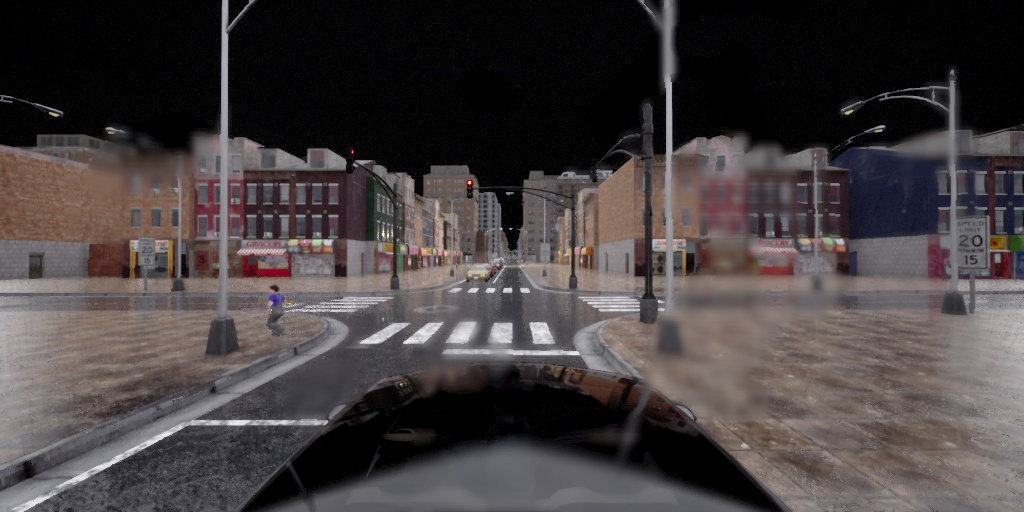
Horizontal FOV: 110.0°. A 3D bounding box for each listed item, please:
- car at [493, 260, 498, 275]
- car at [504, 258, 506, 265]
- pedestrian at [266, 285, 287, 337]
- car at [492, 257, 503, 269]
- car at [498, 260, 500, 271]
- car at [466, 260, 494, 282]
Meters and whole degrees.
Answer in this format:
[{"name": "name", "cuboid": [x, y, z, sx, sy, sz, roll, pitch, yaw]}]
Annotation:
[{"name": "car", "cuboid": [-2.638, 1.320, 34.486, 1.888, 1.381, 4.507, 0, 0, 0]}, {"name": "car", "cuboid": [-2.641, 1.154, 62.512, 2.192, 1.841, 5.009, 0, 0, 0]}, {"name": "pedestrian", "cuboid": [-5.300, 1.172, 8.077, 0.375, 1.300, 0.375, 0, 0, 0]}, {"name": "car", "cuboid": [-2.640, 1.249, 51.302, 1.967, 1.591, 4.097, 0, 0, 0]}, {"name": "car", "cuboid": [-2.639, 1.367, 40.091, 1.802, 1.307, 4.207, 0, 0, 0]}, {"name": "car", "cuboid": [-2.638, 1.292, 28.712, 1.751, 1.417, 4.829, 0, 0, 0]}]
